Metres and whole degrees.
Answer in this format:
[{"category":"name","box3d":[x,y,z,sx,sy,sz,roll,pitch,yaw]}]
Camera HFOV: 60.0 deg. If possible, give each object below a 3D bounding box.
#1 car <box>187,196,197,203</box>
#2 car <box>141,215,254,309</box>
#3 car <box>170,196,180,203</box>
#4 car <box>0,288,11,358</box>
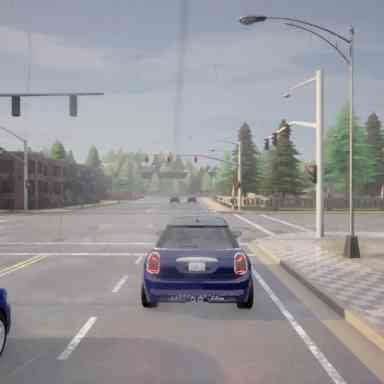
[{"category":"car","box3d":[-0.003,1.505,68.348,1.837,1.490,4.892,0,0,0]},{"category":"car","box3d":[0.154,1.352,8.060,2.097,1.767,4.553,0,0,2]},{"category":"car","box3d":[-3.503,1.505,68.348,1.837,1.490,4.892,0,0,0]},{"category":"car","box3d":[-3.442,1.478,2.604,1.882,1.535,5.008,0,0,0]}]
